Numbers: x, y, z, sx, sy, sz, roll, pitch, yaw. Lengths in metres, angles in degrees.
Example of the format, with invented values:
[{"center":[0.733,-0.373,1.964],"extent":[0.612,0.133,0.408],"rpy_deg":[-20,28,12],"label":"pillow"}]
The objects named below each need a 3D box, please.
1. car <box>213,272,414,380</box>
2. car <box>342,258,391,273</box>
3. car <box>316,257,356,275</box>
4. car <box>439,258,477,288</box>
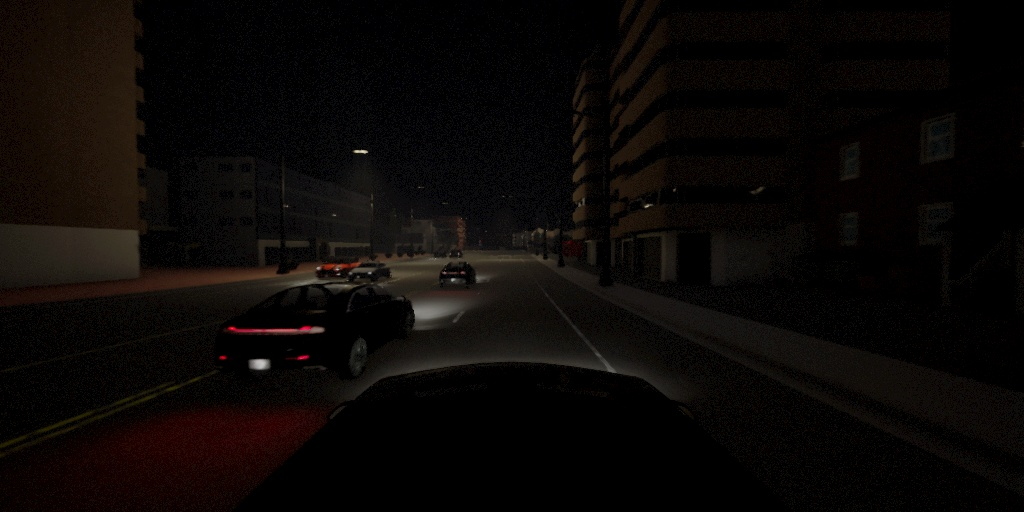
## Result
[{"center":[-3.411,1.259,7.278],"extent":[2.128,1.511,4.902],"rpy_deg":[0,0,0],"label":"car"},{"center":[-10.612,1.113,27.054],"extent":[1.812,1.442,4.674],"rpy_deg":[0,1,0],"label":"car"},{"center":[-14.109,0.886,29.491],"extent":[2.097,1.767,4.553],"rpy_deg":[0,1,0],"label":"car"},{"center":[-3.419,1.145,23.138],"extent":[2.128,1.511,4.902],"rpy_deg":[0,1,0],"label":"car"}]
